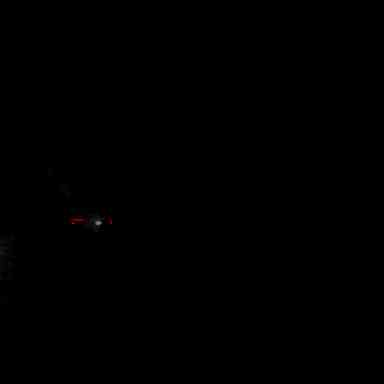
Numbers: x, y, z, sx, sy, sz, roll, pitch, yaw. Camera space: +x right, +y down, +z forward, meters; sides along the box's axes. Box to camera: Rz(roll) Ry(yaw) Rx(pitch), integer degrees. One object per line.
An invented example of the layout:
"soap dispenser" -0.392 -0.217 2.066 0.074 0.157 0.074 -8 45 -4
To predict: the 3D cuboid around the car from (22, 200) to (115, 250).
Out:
"car" -5.858 1.397 15.473 5.566 2.045 2.150 -1 -2 42
